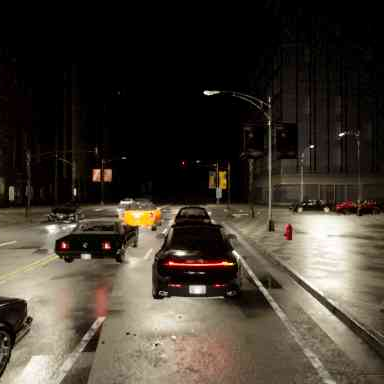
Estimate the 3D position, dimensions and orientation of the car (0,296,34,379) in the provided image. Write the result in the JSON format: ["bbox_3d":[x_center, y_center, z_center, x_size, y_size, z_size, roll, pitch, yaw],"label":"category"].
[{"bbox_3d":[-3.152,1.548,2.233,2.033,1.411,5.357,0,0,0],"label":"car"}]

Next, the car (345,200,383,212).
[{"bbox_3d":[20.910,1.644,39.873,4.313,1.339,1.947,0,0,-1],"label":"car"}]

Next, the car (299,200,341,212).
[{"bbox_3d":[15.270,1.663,39.797,4.313,1.339,1.947,0,0,-1],"label":"car"}]

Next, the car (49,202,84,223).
[{"bbox_3d":[-9.705,1.572,26.148,1.837,1.490,4.892,3,-1,-9],"label":"car"}]

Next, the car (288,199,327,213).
[{"bbox_3d":[13.207,1.576,37.016,4.892,1.490,1.837,0,-1,-1],"label":"car"}]

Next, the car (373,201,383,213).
[{"bbox_3d":[23.108,1.640,37.150,4.718,1.301,1.895,0,-1,-1],"label":"car"}]

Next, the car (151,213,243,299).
[{"bbox_3d":[0.116,1.512,8.409,1.837,1.490,4.892,0,0,0],"label":"car"}]

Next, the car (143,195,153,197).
[{"bbox_3d":[-9.598,1.603,71.790,2.150,2.045,5.566,0,0,0],"label":"car"}]

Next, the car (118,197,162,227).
[{"bbox_3d":[-3.104,1.397,21.014,2.097,1.767,4.553,0,0,0],"label":"car"}]

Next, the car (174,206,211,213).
[{"bbox_3d":[0.038,1.510,17.900,1.882,1.535,5.008,0,0,0],"label":"car"}]

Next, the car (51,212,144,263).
[{"bbox_3d":[-3.123,1.615,12.020,1.895,1.301,4.718,0,0,0],"label":"car"}]

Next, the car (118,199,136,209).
[{"bbox_3d":[-9.736,1.746,50.428,1.812,1.442,4.674,0,0,0],"label":"car"}]

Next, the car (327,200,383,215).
[{"bbox_3d":[15.382,1.577,31.273,4.206,1.307,1.802,0,0,-1],"label":"car"}]
